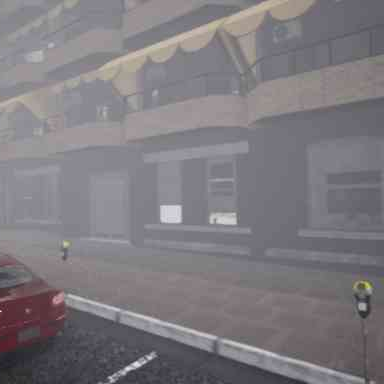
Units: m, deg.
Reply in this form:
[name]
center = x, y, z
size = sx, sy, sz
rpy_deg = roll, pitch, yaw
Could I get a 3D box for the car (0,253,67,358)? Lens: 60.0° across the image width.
[car]
center = -3.707, 1.620, 5.342
size = 4.206, 1.307, 1.802
rpy_deg = 0, -1, 36
